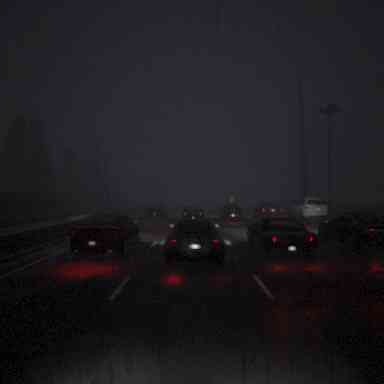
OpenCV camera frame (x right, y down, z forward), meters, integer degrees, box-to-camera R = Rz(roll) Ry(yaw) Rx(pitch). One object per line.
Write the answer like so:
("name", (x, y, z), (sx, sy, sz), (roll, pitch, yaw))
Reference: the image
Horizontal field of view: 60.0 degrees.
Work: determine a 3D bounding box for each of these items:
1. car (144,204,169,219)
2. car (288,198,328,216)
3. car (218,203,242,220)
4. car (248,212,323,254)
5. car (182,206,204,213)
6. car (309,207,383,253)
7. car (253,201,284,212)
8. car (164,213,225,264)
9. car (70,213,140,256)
("car", (-3.413, 1.852, 32.581), (1.812, 1.442, 4.674), (0, -1, 0))
("car", (10.599, 1.528, 30.620), (2.150, 2.045, 5.566), (0, -1, 0))
("car", (3.598, 1.821, 31.623), (1.837, 1.490, 4.892), (0, -1, 0))
("car", (3.597, 1.743, 14.133), (1.895, 1.301, 4.718), (0, -1, 0))
("car", (0.098, 1.901, 29.972), (1.895, 1.301, 4.718), (0, -1, 0))
("car", (7.096, 1.636, 14.401), (2.128, 1.511, 4.902), (0, -1, 0))
("car", (7.098, 1.665, 31.287), (2.097, 1.767, 4.553), (0, -1, 0))
("car", (0.093, 1.688, 12.326), (1.994, 1.385, 4.181), (0, -1, 0))
("car", (-3.405, 1.617, 13.801), (1.882, 1.535, 5.008), (0, -1, 0))
